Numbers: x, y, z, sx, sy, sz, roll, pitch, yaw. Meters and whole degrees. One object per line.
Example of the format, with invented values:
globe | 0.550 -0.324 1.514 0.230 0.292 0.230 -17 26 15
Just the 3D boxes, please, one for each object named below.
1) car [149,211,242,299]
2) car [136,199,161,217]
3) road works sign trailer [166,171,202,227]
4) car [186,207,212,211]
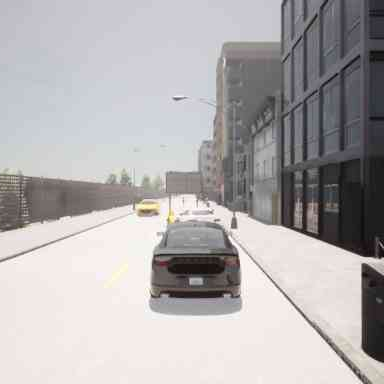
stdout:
car | 0.072 1.477 8.539 1.882 1.535 5.008 0 0 0
car | -4.101 1.477 31.986 1.882 1.535 5.008 0 0 0
road works sign trailer | -0.566 0.464 21.387 2.380 3.560 2.880 0 0 -17
car | 0.350 1.540 17.893 1.812 1.442 4.674 0 -1 -8
